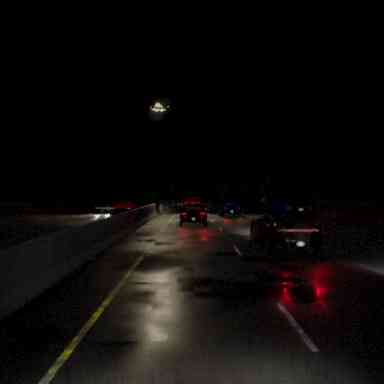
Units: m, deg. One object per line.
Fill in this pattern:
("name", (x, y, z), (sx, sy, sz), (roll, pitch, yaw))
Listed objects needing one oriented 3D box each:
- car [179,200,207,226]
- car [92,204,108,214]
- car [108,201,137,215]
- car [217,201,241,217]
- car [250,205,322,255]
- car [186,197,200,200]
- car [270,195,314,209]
("car", (0.085, 1.549, 23.567), (1.812, 1.442, 4.674), (0, 0, 0))
("car", (-10.591, 2.119, 41.632), (1.895, 1.301, 4.718), (0, -3, 0))
("car", (-7.097, 1.684, 35.244), (1.882, 1.535, 5.008), (0, -2, 0))
("car", (3.597, 1.641, 32.336), (1.812, 1.442, 4.674), (0, -2, 0))
("car", (3.598, 1.505, 13.433), (2.128, 1.511, 4.902), (0, 0, 0))
("car", (0.097, 1.713, 41.157), (2.150, 2.045, 5.566), (0, -3, 0))
("car", (7.098, 1.245, 24.285), (2.150, 2.045, 5.566), (0, 0, 0))
